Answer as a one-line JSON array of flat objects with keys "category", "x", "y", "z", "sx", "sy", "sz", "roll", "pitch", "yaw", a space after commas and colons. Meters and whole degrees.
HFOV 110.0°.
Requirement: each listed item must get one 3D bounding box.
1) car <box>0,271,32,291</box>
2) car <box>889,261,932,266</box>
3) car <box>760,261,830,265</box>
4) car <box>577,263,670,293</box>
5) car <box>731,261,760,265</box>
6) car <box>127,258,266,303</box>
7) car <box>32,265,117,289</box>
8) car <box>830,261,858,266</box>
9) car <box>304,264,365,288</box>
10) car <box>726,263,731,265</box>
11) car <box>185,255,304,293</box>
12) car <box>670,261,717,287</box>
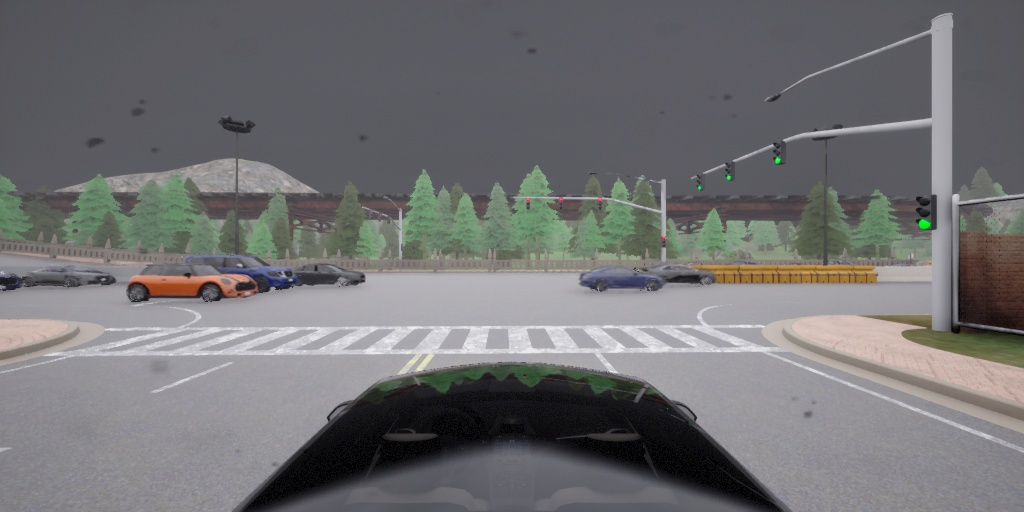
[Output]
[{"category": "car", "x": -29.571, "y": 1.065, "z": 19.172, "sx": 4.553, "sy": 1.767, "sz": 2.097, "roll": 1, "pitch": 0, "yaw": -2}, {"category": "car", "x": 34.811, "y": 1.314, "z": 31.880, "sx": 4.181, "sy": 1.385, "sz": 1.994, "roll": 0, "pitch": 0, "yaw": -2}, {"category": "car", "x": 24.867, "y": 1.314, "z": 31.575, "sx": 4.181, "sy": 1.385, "sz": 1.994, "roll": 0, "pitch": 0, "yaw": -2}, {"category": "car", "x": 6.075, "y": 1.275, "z": 20.282, "sx": 4.674, "sy": 1.442, "sz": 1.812, "roll": 0, "pitch": 0, "yaw": -2}, {"category": "car", "x": 24.544, "y": 1.241, "z": 38.568, "sx": 4.902, "sy": 1.511, "sz": 2.128, "roll": 0, "pitch": 0, "yaw": -2}, {"category": "car", "x": -14.201, "y": 1.101, "z": 16.145, "sx": 4.553, "sy": 1.767, "sz": 2.097, "roll": 0, "pitch": 0, "yaw": -2}, {"category": "car", "x": -27.970, "y": 1.297, "z": 22.723, "sx": 4.181, "sy": 1.385, "sz": 1.994, "roll": 0, "pitch": 0, "yaw": -2}, {"category": "car", "x": 34.700, "y": 1.242, "z": 38.881, "sx": 4.902, "sy": 1.511, "sz": 2.128, "roll": 0, "pitch": 0, "yaw": -2}, {"category": "car", "x": -12.081, "y": 1.257, "z": 23.214, "sx": 4.892, "sy": 1.490, "sz": 1.837, "roll": -1, "pitch": 0, "yaw": -2}, {"category": "car", "x": 15.876, "y": 1.228, "z": 31.294, "sx": 5.008, "sy": 1.535, "sz": 1.882, "roll": 0, "pitch": 0, "yaw": -2}, {"category": "car", "x": -14.931, "y": 0.973, "z": 19.624, "sx": 5.566, "sy": 2.045, "sz": 2.150, "roll": 0, "pitch": 0, "yaw": -2}, {"category": "car", "x": 10.985, "y": 1.243, "z": 23.938, "sx": 4.902, "sy": 1.511, "sz": 2.128, "roll": 0, "pitch": 0, "yaw": -2}]
